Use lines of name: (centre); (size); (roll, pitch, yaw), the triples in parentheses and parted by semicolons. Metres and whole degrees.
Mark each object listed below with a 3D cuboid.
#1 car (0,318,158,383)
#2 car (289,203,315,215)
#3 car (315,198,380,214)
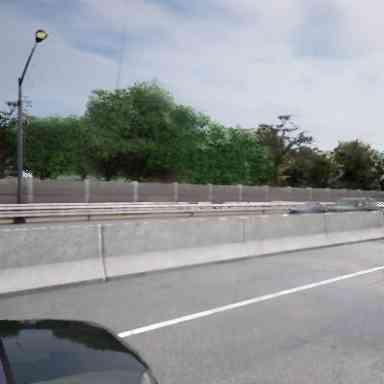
car: (-2.238, 1.563, 2.150); (4.181, 1.385, 1.994); (0, 0, -36)
car: (12.423, 1.847, 34.333); (5.357, 1.411, 2.033); (1, -1, -35)
car: (12.300, 1.455, 25.658); (5.566, 2.045, 2.150); (1, -1, -35)
